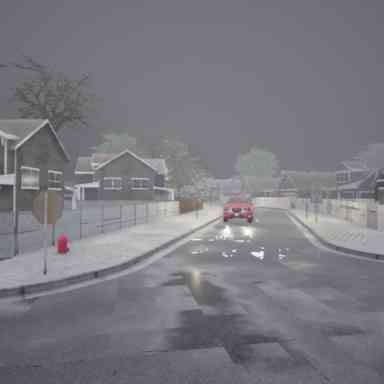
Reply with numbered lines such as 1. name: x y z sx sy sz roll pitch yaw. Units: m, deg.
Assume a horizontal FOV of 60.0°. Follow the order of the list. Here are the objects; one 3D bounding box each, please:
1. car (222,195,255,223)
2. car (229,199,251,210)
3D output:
1. car: 3.805 1.295 26.474 2.150 2.045 5.566 0 0 13
2. car: 6.864 1.729 47.812 1.994 1.385 4.181 1 0 -9
